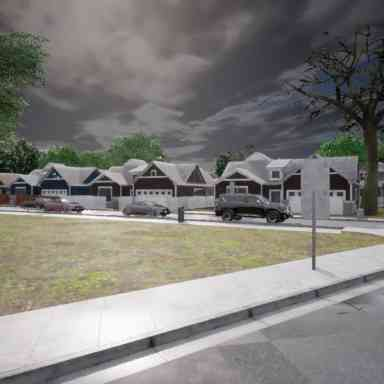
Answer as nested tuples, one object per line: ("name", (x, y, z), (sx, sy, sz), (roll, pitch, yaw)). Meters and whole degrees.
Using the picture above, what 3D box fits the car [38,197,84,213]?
("car", (-12.908, 1.410, 33.467), (4.181, 1.385, 1.994), (0, 0, 27))

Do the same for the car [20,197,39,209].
("car", (-18.311, 1.353, 39.587), (4.674, 1.442, 1.812), (0, 0, 27))

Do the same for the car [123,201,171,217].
("car", (-3.932, 1.450, 28.697), (4.181, 1.385, 1.994), (0, 0, 29))

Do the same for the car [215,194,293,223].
("car", (4.371, 1.146, 24.027), (5.566, 2.045, 2.150), (0, 0, 30))
